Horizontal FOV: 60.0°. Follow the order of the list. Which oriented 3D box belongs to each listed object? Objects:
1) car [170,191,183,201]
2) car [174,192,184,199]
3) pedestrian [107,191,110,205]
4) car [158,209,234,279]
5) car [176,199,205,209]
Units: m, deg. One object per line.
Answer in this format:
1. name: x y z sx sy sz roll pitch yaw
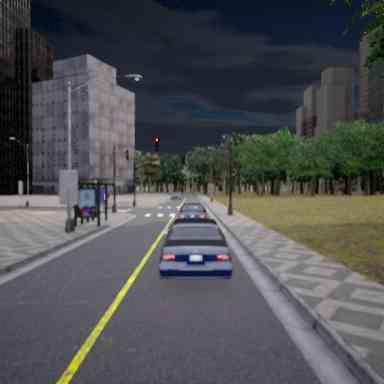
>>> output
1. car: -3.073 0.789 64.324 2.097 1.767 4.553 0 1 0
2. car: -3.104 0.764 79.663 2.128 1.511 4.902 0 1 0
3. pedestrian: -10.105 0.748 39.672 0.375 1.860 0.375 0 1 1
4. car: 0.087 1.470 9.776 2.033 1.411 5.357 0 0 0
5. car: 0.066 1.378 20.815 2.033 1.411 5.357 0 0 1
